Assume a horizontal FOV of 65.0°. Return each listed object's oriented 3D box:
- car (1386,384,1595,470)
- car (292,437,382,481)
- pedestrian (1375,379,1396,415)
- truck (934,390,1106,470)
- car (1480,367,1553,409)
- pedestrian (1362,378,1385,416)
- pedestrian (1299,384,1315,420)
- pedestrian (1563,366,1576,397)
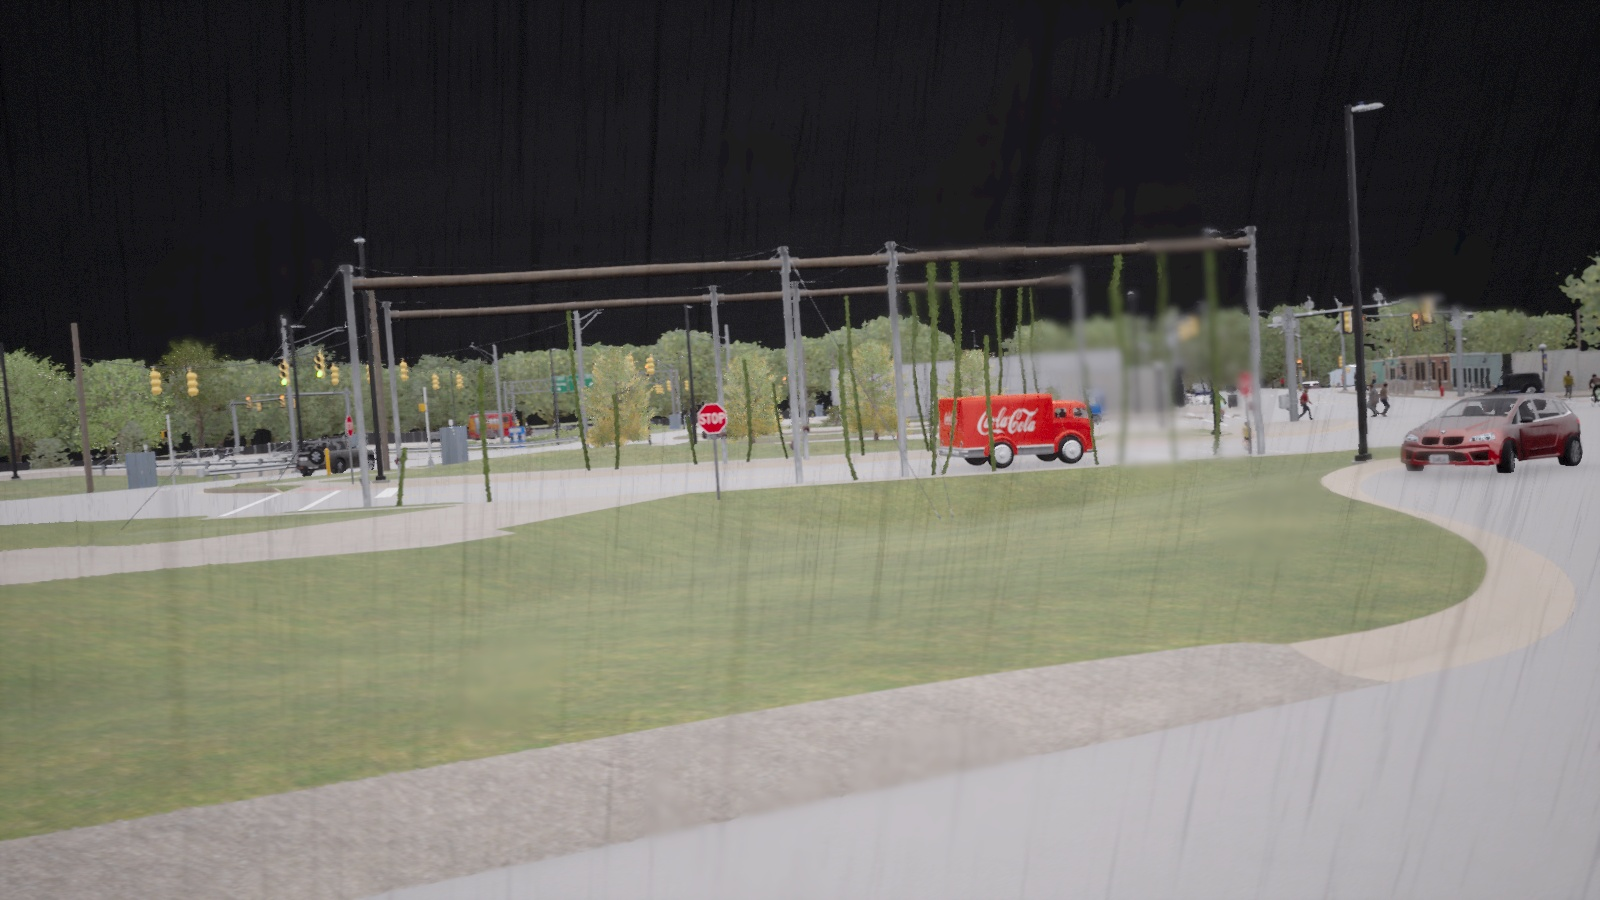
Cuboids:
[{"bbox_3d":[15.322,-0.532,27.806,4.611,1.667,2.242,-3,1,-36],"label":"car"},{"bbox_3d":[-22.842,0.396,62.128,1.932,1.855,4.605,-4,2,11],"label":"car"},{"bbox_3d":[30.665,-2.790,65.764,0.869,1.805,0.328,-4,3,2],"label":"pedestrian"},{"bbox_3d":[7.642,-0.745,43.867,5.204,2.467,2.627,-3,3,-14],"label":"truck"},{"bbox_3d":[35.255,-3.005,61.886,1.905,1.878,3.866,-4,1,11],"label":"car"},{"bbox_3d":[30.835,-2.843,67.543,0.873,1.952,0.659,-4,3,9],"label":"pedestrian"},{"bbox_3d":[26.935,-2.558,66.733,0.636,1.846,0.331,-4,3,4],"label":"pedestrian"},{"bbox_3d":[45.810,-4.072,74.781,0.431,1.840,0.709,-3,3,14],"label":"pedestrian"}]
